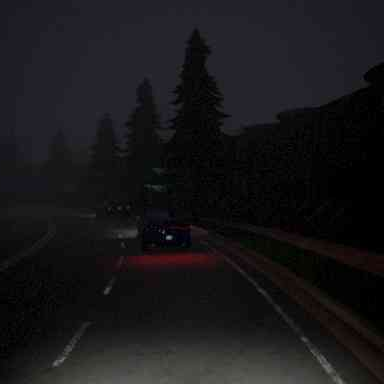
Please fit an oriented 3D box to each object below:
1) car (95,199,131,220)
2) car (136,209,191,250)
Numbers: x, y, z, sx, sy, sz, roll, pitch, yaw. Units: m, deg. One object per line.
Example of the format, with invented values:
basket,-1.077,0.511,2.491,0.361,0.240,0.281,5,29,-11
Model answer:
car,-6.922,1.356,28.772,2.097,1.767,4.553,0,0,-30
car,-1.348,1.480,14.466,1.882,1.535,5.008,0,0,-12
